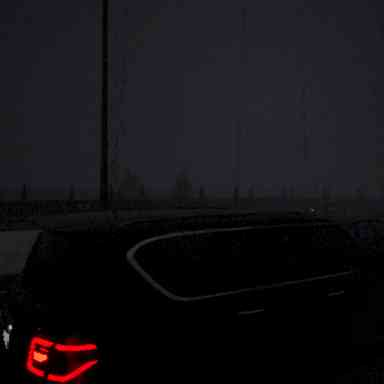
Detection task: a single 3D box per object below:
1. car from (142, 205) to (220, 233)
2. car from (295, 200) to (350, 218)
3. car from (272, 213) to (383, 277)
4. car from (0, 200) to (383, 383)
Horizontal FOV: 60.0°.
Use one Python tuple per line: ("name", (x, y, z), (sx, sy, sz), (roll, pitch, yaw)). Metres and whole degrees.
("car", (-0.646, 1.524, 19.745), (4.181, 1.385, 1.994), (0, 0, -29))
("car", (11.871, 1.500, 30.134), (4.892, 1.490, 1.837), (0, 0, -26))
("car", (5.373, 1.538, 10.911), (5.357, 1.411, 2.033), (0, 0, -28))
("car", (0.775, 1.212, 4.111), (5.566, 2.045, 2.150), (0, 0, -33))
